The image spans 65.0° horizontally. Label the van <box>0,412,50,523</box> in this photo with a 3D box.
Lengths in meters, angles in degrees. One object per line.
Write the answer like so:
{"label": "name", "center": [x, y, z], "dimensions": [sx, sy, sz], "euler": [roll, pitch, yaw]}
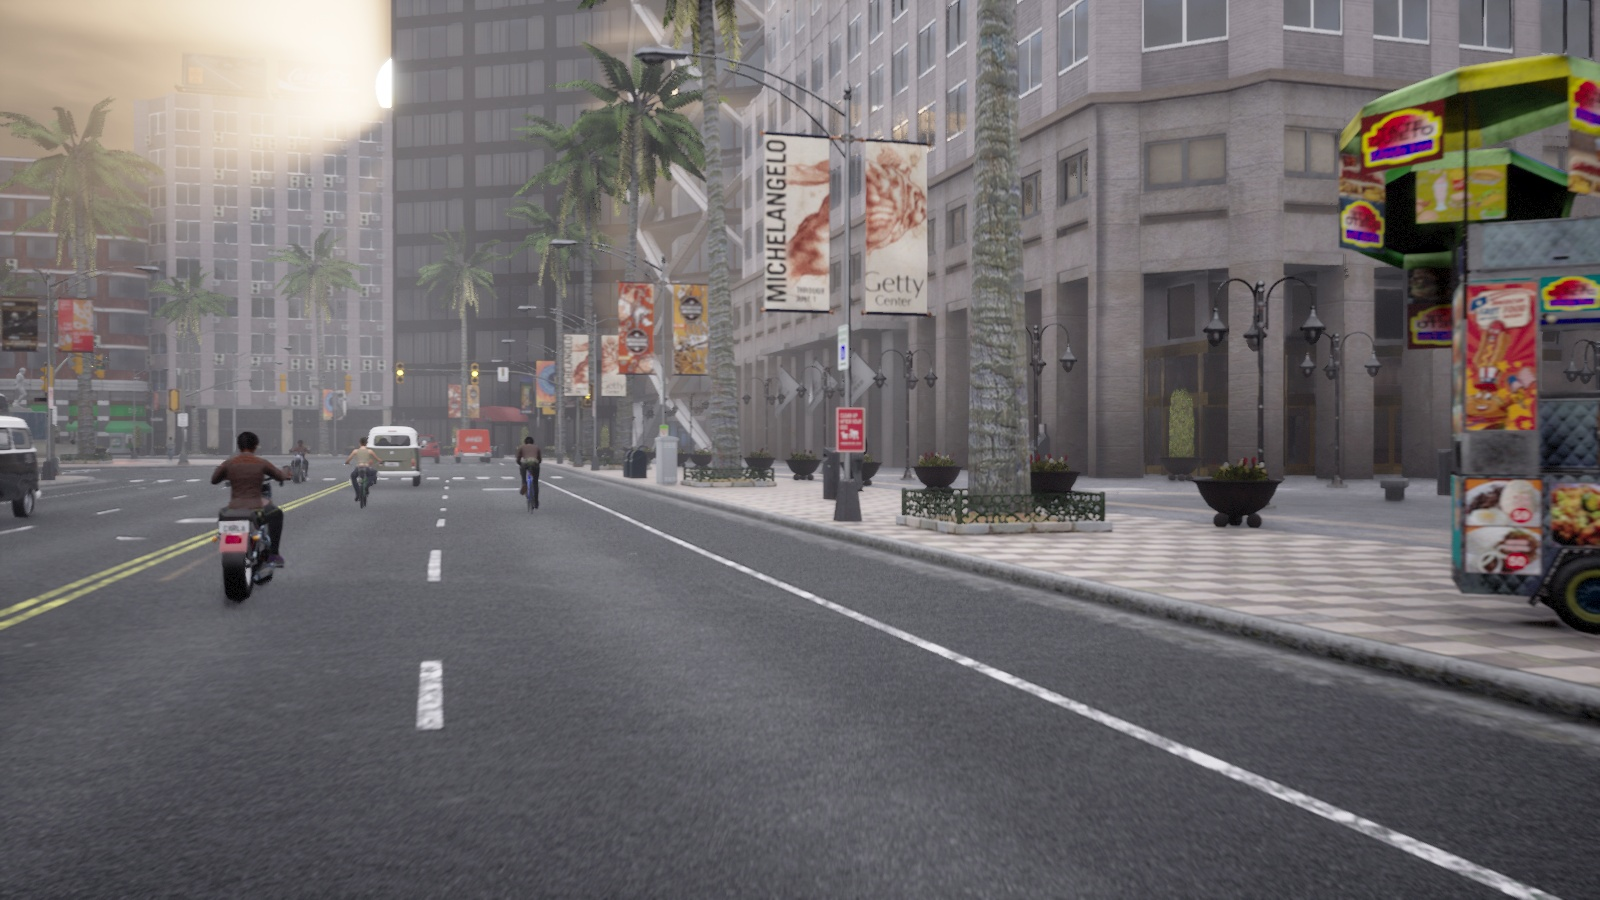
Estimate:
{"label": "van", "center": [-15.771, 0.317, 23.297], "dimensions": [2.069, 2.038, 4.480], "euler": [0, 0, -16]}

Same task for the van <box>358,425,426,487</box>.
{"label": "van", "center": [-14.113, 0.195, 43.607], "dimensions": [2.069, 2.038, 4.480], "euler": [0, 0, -16]}

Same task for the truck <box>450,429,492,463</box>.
{"label": "truck", "center": [-24.670, -0.328, 94.022], "dimensions": [2.627, 2.467, 5.204], "euler": [0, 0, -19]}

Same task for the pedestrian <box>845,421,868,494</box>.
{"label": "pedestrian", "center": [1.491, 0.203, 33.470], "dimensions": [0.402, 1.930, 0.666], "euler": [0, 0, -18]}

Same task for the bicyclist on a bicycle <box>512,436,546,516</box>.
{"label": "bicyclist on a bicycle", "center": [-5.737, 0.535, 26.528], "dimensions": [0.582, 1.620, 1.656], "euler": [0, 0, -16]}

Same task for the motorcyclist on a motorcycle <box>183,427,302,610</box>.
{"label": "motorcyclist on a motorcycle", "center": [-5.517, 0.617, 12.557], "dimensions": [0.766, 1.649, 2.350], "euler": [0, 0, -16]}

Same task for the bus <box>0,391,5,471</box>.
{"label": "bus", "center": [-47.554, -1.058, 64.829], "dimensions": [10.273, 4.253, 3.944], "euler": [1, 0, -15]}

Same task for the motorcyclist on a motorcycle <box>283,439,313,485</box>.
{"label": "motorcyclist on a motorcycle", "center": [-18.507, 0.403, 46.339], "dimensions": [0.766, 1.649, 2.350], "euler": [0, 1, -15]}

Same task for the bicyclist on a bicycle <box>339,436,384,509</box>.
{"label": "bicyclist on a bicycle", "center": [-9.956, 0.503, 28.556], "dimensions": [0.866, 1.612, 1.509], "euler": [0, 0, -15]}

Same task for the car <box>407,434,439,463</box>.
{"label": "car", "center": [-27.388, -0.105, 91.192], "dimensions": [2.150, 2.045, 5.566], "euler": [0, 0, -17]}
